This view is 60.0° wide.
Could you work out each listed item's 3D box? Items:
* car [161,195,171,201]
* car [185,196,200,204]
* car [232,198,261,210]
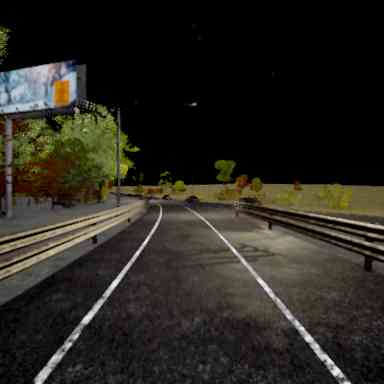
[{"bbox_3d":[-6.528,1.533,84.212,1.812,1.442,4.674,0,0,-16],"label":"car"},{"bbox_3d":[-0.010,1.480,61.026,1.837,1.490,4.892,0,0,-16],"label":"car"},{"bbox_3d":[6.262,1.416,38.721,1.882,1.535,5.008,0,0,-16],"label":"car"}]
